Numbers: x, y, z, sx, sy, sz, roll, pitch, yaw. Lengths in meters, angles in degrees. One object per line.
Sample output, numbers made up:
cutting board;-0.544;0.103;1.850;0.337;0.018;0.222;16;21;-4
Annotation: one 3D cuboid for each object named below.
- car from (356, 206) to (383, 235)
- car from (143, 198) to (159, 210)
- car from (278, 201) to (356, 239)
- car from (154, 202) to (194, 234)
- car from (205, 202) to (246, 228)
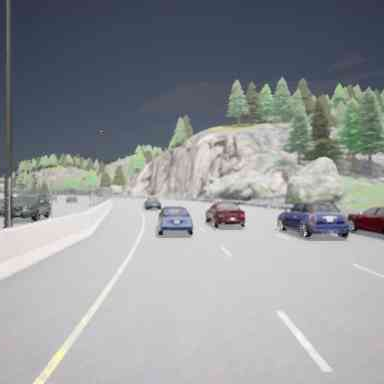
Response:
car;9.719;1.419;16.603;1.882;1.535;5.008;0;0;-5
car;-5.020;1.486;41.850;1.994;1.385;4.181;0;0;-13
car;6.124;1.301;17.347;2.097;1.767;4.553;0;0;-5
car;-1.011;1.509;18.826;2.033;1.411;5.357;0;0;-6
car;2.099;1.425;22.040;1.882;1.535;5.008;0;0;-7
